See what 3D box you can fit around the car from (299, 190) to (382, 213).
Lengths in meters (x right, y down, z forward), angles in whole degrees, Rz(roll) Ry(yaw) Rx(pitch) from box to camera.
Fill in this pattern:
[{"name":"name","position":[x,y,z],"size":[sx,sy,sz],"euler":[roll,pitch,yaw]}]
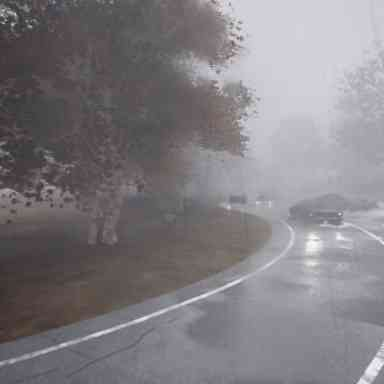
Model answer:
[{"name":"car","position":[11.464,0.780,25.980],"size":[2.033,1.411,5.357],"euler":[-3,2,-35]}]

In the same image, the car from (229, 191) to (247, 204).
[{"name":"car","position":[5.469,0.580,39.549],"size":[1.882,1.535,5.008],"euler":[-2,1,12]}]

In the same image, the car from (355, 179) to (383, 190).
[{"name":"car","position":[29.538,-0.981,53.973],"size":[5.566,2.045,2.150],"euler":[-1,2,10]}]

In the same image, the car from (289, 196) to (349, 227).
[{"name":"car","position":[7.053,1.176,19.287],"size":[1.895,1.301,4.718],"euler":[-2,2,5]}]

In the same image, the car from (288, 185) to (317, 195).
[{"name":"car","position":[18.535,-0.416,55.860],"size":[5.008,1.535,1.882],"euler":[-3,1,-19]}]

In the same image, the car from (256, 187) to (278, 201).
[{"name":"car","position":[9.644,0.215,42.710],"size":[2.097,1.767,4.553],"euler":[-1,2,24]}]
